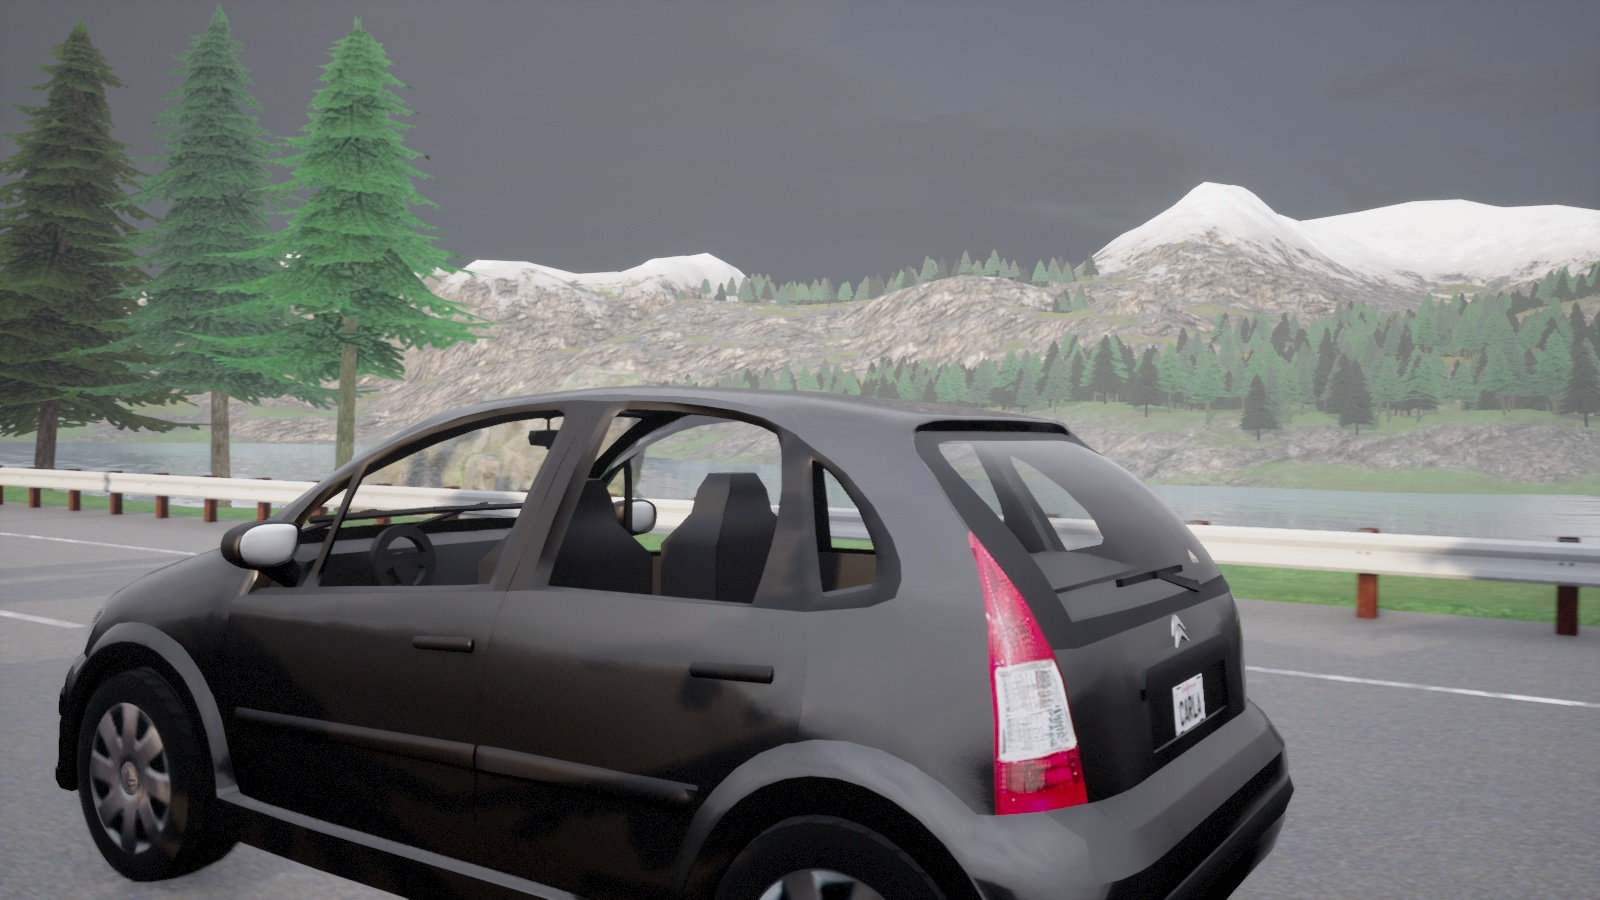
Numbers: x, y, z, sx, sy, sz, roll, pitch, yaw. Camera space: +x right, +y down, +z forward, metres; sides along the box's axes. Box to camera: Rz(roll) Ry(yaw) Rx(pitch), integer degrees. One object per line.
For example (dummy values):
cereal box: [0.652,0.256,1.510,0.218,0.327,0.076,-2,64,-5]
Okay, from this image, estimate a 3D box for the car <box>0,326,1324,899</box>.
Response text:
car: [-0.629,0.580,4.040,3.988,1.617,1.851,0,1,34]
